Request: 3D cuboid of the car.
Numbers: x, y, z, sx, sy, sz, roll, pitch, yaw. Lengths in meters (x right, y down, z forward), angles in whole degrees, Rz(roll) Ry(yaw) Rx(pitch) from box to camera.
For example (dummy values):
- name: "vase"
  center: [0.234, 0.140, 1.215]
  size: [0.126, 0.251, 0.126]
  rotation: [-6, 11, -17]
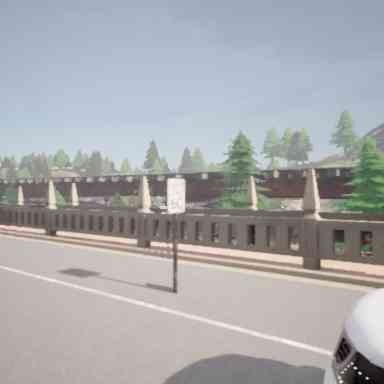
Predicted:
- name: "car"
  center: [3.541, 1.211, 1.459]
  size: [5.566, 2.045, 2.150]
  rotation: [0, 0, 36]
